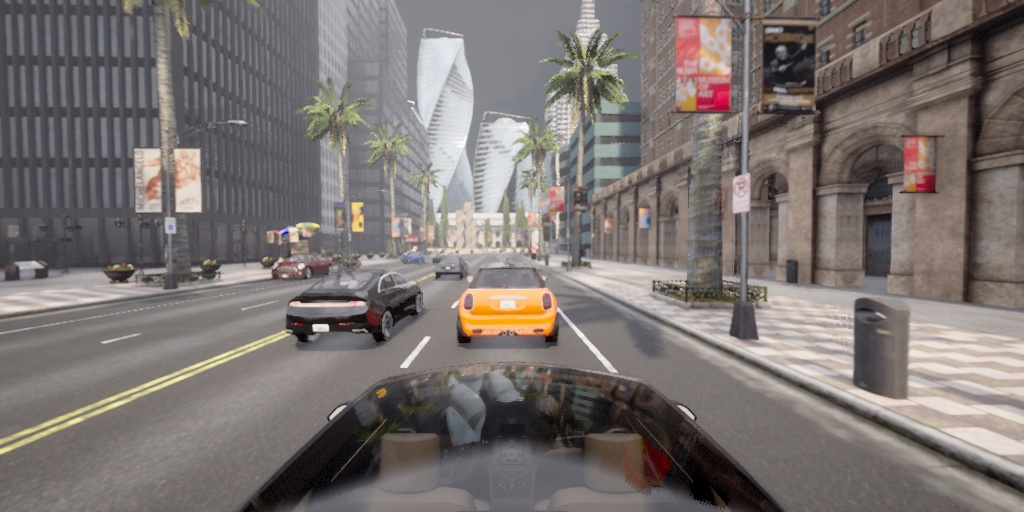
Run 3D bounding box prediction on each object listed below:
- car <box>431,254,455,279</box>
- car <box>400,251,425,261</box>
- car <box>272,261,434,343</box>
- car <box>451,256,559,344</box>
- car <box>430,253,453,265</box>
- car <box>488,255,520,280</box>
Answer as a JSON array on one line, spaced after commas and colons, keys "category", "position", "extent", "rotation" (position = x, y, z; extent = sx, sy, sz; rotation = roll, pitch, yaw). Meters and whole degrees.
[{"category": "car", "position": [-4.081, 0.741, 24.871], "extent": [2.033, 1.411, 5.357], "rotation": [0, 1, -2]}, {"category": "car", "position": [-11.966, 0.232, 44.017], "extent": [1.882, 1.535, 5.008], "rotation": [0, 1, -2]}, {"category": "car", "position": [-3.620, 1.074, 9.127], "extent": [2.128, 1.511, 4.902], "rotation": [0, 1, -1]}, {"category": "car", "position": [-0.120, 0.916, 9.187], "extent": [2.097, 1.767, 4.553], "rotation": [0, 1, -1]}, {"category": "car", "position": [-8.439, 0.358, 43.262], "extent": [1.895, 1.301, 4.718], "rotation": [0, 1, -2]}, {"category": "car", "position": [-0.579, 0.723, 24.961], "extent": [2.033, 1.411, 5.357], "rotation": [0, 1, -2]}]
